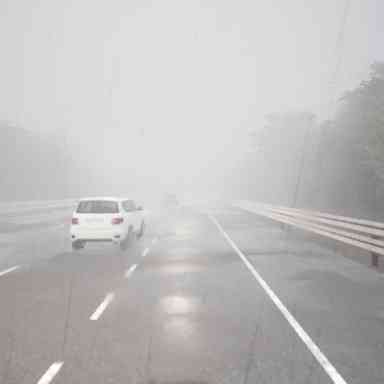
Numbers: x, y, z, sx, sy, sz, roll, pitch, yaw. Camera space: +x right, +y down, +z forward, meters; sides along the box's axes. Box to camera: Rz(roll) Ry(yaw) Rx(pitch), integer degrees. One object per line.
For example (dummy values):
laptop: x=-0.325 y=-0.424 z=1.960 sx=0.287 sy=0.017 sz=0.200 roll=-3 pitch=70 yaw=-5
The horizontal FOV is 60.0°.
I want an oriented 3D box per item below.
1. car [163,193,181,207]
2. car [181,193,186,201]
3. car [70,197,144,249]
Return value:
car: x=-3.356 y=1.237 z=53.317 sx=2.150 sy=2.045 sz=5.566 roll=0 pitch=0 yaw=0
car: x=-3.150 y=1.550 z=82.445 sx=1.994 sy=1.385 sz=4.181 roll=0 pitch=0 yaw=0
car: x=-3.491 y=1.226 z=14.624 sx=2.150 sy=2.045 sz=5.566 roll=0 pitch=0 yaw=0
